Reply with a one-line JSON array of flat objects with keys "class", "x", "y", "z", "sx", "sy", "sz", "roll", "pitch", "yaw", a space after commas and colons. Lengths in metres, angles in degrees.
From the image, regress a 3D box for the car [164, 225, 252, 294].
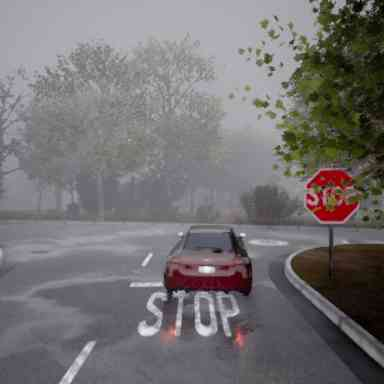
[{"class": "car", "x": 0.514, "y": 1.577, "z": 8.884, "sx": 1.994, "sy": 1.385, "sz": 4.181, "roll": 0, "pitch": 0, "yaw": 6}]
